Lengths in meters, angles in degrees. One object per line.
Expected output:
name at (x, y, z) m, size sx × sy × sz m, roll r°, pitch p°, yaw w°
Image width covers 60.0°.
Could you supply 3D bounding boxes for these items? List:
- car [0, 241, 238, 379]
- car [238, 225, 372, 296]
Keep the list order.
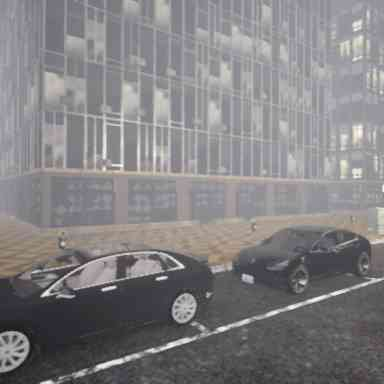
car at (-1.604, 1.552, 5.416) m, size 4.403 × 1.369 × 2.008 m, roll 0°, pitch 0°, yaw -36°
car at (3.023, 1.575, 8.733) m, size 4.313 × 1.339 × 1.947 m, roll 0°, pitch 0°, yaw -36°
